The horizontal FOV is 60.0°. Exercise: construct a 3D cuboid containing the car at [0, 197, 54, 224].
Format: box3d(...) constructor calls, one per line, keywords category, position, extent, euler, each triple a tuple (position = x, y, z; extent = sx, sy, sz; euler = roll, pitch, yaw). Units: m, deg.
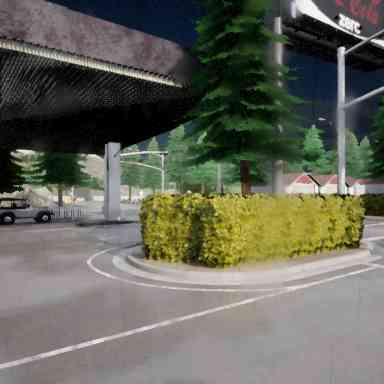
box3d(category="car", position=(-11.962, 1.313, 23.485), extent=(3.866, 1.878, 1.905), euler=(0, 0, -36))
